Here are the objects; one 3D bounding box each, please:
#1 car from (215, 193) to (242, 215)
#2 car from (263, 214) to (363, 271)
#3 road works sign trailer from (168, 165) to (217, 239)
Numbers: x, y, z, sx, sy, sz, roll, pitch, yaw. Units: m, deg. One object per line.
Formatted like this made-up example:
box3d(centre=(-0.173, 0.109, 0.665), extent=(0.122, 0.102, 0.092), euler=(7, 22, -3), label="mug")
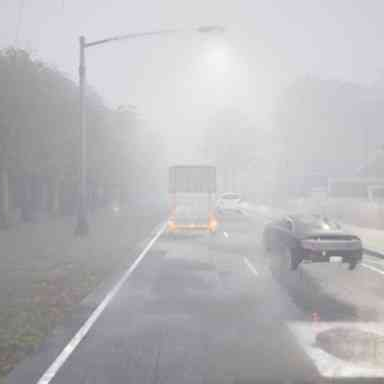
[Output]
box3d(centre=(3.610, 1.131, 33.371), extent=(2.150, 2.045, 5.566), euler=(0, 0, 0), label="car")
box3d(centre=(3.607, 1.463, 10.763), extent=(2.128, 1.511, 4.902), euler=(0, 0, 0), label="car")
box3d(centre=(0.013, 0.419, 16.921), extent=(2.380, 3.560, 2.880), euler=(0, 0, 0), label="road works sign trailer")
